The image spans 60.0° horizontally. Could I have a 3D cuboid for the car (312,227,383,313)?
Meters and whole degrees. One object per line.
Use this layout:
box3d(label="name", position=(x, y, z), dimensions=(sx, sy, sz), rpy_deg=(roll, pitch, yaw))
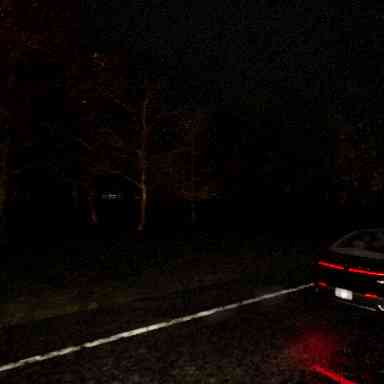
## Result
box3d(label="car", position=(4.616, 1.530, 7.230), dimensions=(4.892, 1.490, 1.837), rpy_deg=(0, 0, -36))
